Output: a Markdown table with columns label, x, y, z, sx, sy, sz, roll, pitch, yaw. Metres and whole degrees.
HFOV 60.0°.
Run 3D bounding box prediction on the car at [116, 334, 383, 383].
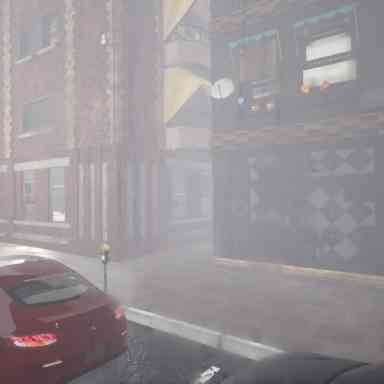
| label | x | y | z | sx | sy | sz | roll | pitch | yaw |
| --- | --- | --- | --- | --- | --- | --- | --- | --- | --- |
| car | 1.881 | 1.566 | 1.507 | 4.313 | 1.339 | 1.947 | 0 | -1 | 35 |

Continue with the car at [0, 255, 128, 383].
| label | x | y | z | sx | sy | sz | roll | pitch | yaw |
| --- | --- | --- | --- | --- | --- | --- | --- | --- | --- |
| car | -2.731 | 1.583 | 4.783 | 4.206 | 1.307 | 1.802 | 0 | -1 | 35 |
